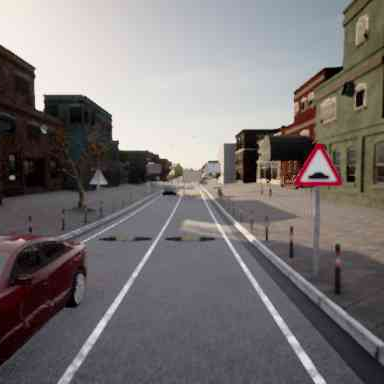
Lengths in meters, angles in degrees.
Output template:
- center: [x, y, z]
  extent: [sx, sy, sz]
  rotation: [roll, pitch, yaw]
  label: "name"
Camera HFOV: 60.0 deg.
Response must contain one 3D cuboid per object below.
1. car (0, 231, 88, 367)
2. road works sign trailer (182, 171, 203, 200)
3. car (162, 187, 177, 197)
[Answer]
- center: [-3.095, 1.449, 4.958]
  extent: [1.882, 1.535, 5.008]
  rotation: [0, 1, 0]
  label: "car"
- center: [0.007, -0.905, 40.796]
  extent: [2.380, 3.560, 2.880]
  rotation: [0, 3, 0]
  label: "road works sign trailer"
- center: [-3.075, -0.073, 46.394]
  extent: [1.895, 1.301, 4.718]
  rotation: [0, 3, 0]
  label: "car"
